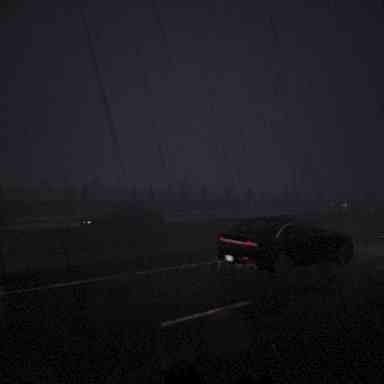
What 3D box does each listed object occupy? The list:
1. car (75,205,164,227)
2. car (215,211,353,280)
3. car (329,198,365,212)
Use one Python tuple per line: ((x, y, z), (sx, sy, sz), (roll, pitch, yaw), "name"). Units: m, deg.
((-3.875, 1.507, 18.371), (4.902, 1.511, 2.128), (0, 0, -35), "car")
((2.943, 1.515, 10.067), (4.902, 1.511, 2.128), (0, 0, -35), "car")
((17.603, 1.459, 37.705), (4.553, 1.767, 2.097), (0, 0, -35), "car")
